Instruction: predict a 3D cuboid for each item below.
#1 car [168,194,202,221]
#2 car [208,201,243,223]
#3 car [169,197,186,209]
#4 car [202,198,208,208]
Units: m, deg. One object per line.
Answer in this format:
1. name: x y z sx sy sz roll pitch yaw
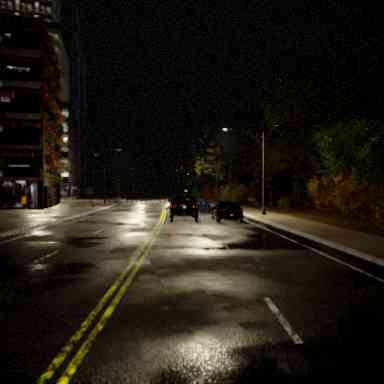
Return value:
1. car: -0.703 1.177 26.666 2.150 2.045 5.566 0 0 -3
2. car: 2.611 1.434 25.354 1.882 1.535 5.008 0 0 -3
3. car: -2.052 1.466 44.746 2.033 1.411 5.357 0 0 -5
4. car: 1.258 1.464 44.190 2.033 1.411 5.357 0 0 -5
